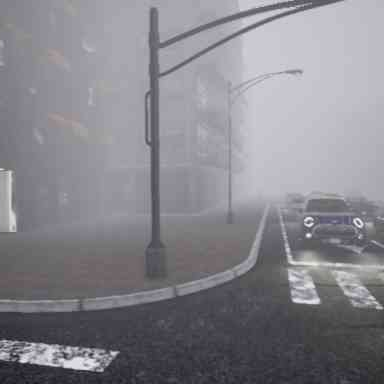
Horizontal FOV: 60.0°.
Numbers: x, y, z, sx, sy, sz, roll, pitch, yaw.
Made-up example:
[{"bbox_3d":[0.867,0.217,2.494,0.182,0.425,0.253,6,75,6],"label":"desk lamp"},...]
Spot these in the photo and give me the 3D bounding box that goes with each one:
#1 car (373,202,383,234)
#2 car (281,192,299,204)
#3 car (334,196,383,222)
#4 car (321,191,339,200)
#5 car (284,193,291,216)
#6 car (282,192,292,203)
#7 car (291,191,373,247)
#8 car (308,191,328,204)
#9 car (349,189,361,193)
[{"bbox_3d":[8.610,1.146,13.155,1.812,1.442,4.674,0,1,12],"label":"car"},{"bbox_3d":[12.398,0.699,42.289,1.895,1.301,4.718,0,1,14],"label":"car"},{"bbox_3d":[10.679,1.025,21.658,1.994,1.385,4.181,0,1,14],"label":"car"},{"bbox_3d":[21.468,0.484,51.822,1.895,1.301,4.718,0,1,14],"label":"car"},{"bbox_3d":[7.483,1.017,22.307,2.033,1.411,5.357,0,1,14],"label":"car"},{"bbox_3d":[9.933,0.831,32.304,2.033,1.411,5.357,0,1,14],"label":"car"},{"bbox_3d":[5.249,0.993,13.144,2.097,1.767,4.553,0,1,14],"label":"car"},{"bbox_3d":[15.445,0.607,40.987,1.837,1.490,4.892,0,1,14],"label":"car"},{"bbox_3d":[24.640,0.354,51.119,1.882,1.535,5.008,0,1,14],"label":"car"}]
